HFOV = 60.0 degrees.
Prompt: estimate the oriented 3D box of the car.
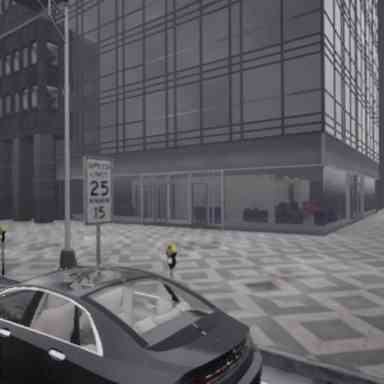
[{"bbox_3d":[-1.384,1.583,3.952,4.403,1.369,2.008,-1,0,36],"label":"car"}]
